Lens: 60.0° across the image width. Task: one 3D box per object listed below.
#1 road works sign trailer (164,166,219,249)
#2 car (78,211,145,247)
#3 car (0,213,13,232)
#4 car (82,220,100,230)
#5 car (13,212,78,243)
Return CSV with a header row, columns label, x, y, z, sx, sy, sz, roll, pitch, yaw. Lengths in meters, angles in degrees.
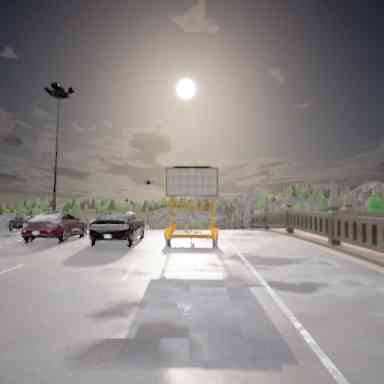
label,x,y,z,sx,sy,sz,roll,pitch,yaw
road works sign trailer,0.009,0.608,15.208,2.380,3.560,2.880,0,-2,2
car,-3.400,1.663,15.822,2.128,1.511,4.902,0,-2,0
car,-14.099,2.354,25.861,2.033,1.411,5.357,0,-5,0
car,-20.999,6.992,69.402,2.150,2.045,5.566,0,-7,0
car,-6.899,1.750,17.023,1.812,1.442,4.674,0,-3,0
